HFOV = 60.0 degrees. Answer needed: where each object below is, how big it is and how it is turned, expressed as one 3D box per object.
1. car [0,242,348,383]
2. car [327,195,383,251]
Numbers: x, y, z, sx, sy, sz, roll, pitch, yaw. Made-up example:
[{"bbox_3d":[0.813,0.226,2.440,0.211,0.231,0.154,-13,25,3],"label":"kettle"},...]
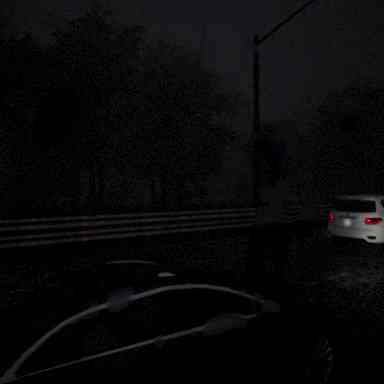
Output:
[{"bbox_3d":[-0.386,1.480,3.443,4.902,1.511,2.128,0,0,-35],"label":"car"},{"bbox_3d":[7.764,1.131,13.392,5.566,2.045,2.150,0,0,-34],"label":"car"}]
